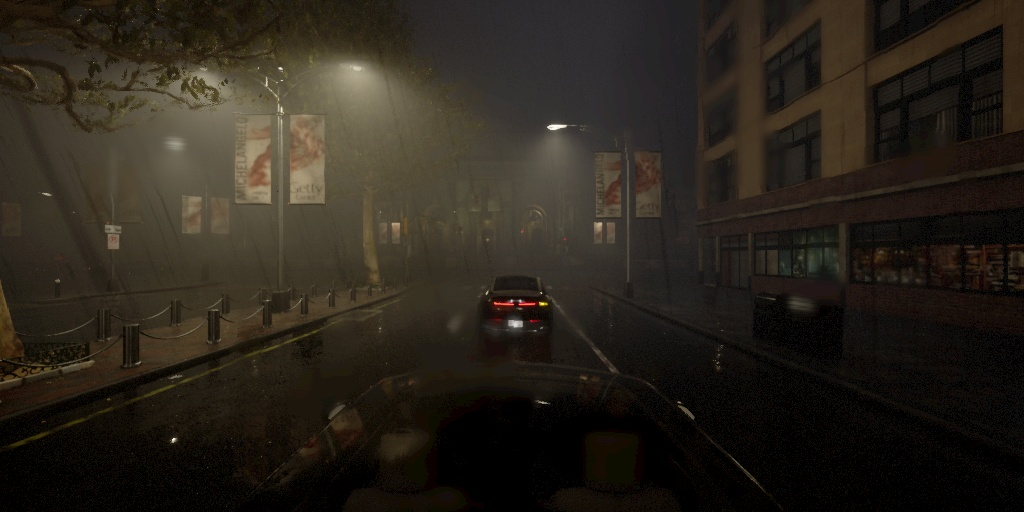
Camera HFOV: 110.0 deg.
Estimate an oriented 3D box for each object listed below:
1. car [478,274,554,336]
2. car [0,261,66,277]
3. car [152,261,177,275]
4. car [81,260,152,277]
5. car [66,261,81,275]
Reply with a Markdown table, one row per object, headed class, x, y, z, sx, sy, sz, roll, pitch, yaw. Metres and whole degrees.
| class | x | y | z | sx | sy | sz | roll | pitch | yaw |
| --- | --- | --- | --- | --- | --- | --- | --- | --- | --- |
| car | 0.126 | 1.255 | 10.340 | 1.837 | 1.490 | 4.892 | 0 | 0 | 1 |
| car | -47.252 | 1.255 | 34.903 | 4.892 | 1.490 | 1.837 | 0 | 0 | 0 |
| car | -38.886 | 1.228 | 38.376 | 5.008 | 1.535 | 1.882 | 0 | 0 | 0 |
| car | -38.392 | 1.314 | 34.870 | 4.181 | 1.385 | 1.994 | 0 | 0 | 0 |
| car | -48.136 | 1.242 | 38.411 | 4.902 | 1.511 | 2.128 | 0 | 0 | 0 |
